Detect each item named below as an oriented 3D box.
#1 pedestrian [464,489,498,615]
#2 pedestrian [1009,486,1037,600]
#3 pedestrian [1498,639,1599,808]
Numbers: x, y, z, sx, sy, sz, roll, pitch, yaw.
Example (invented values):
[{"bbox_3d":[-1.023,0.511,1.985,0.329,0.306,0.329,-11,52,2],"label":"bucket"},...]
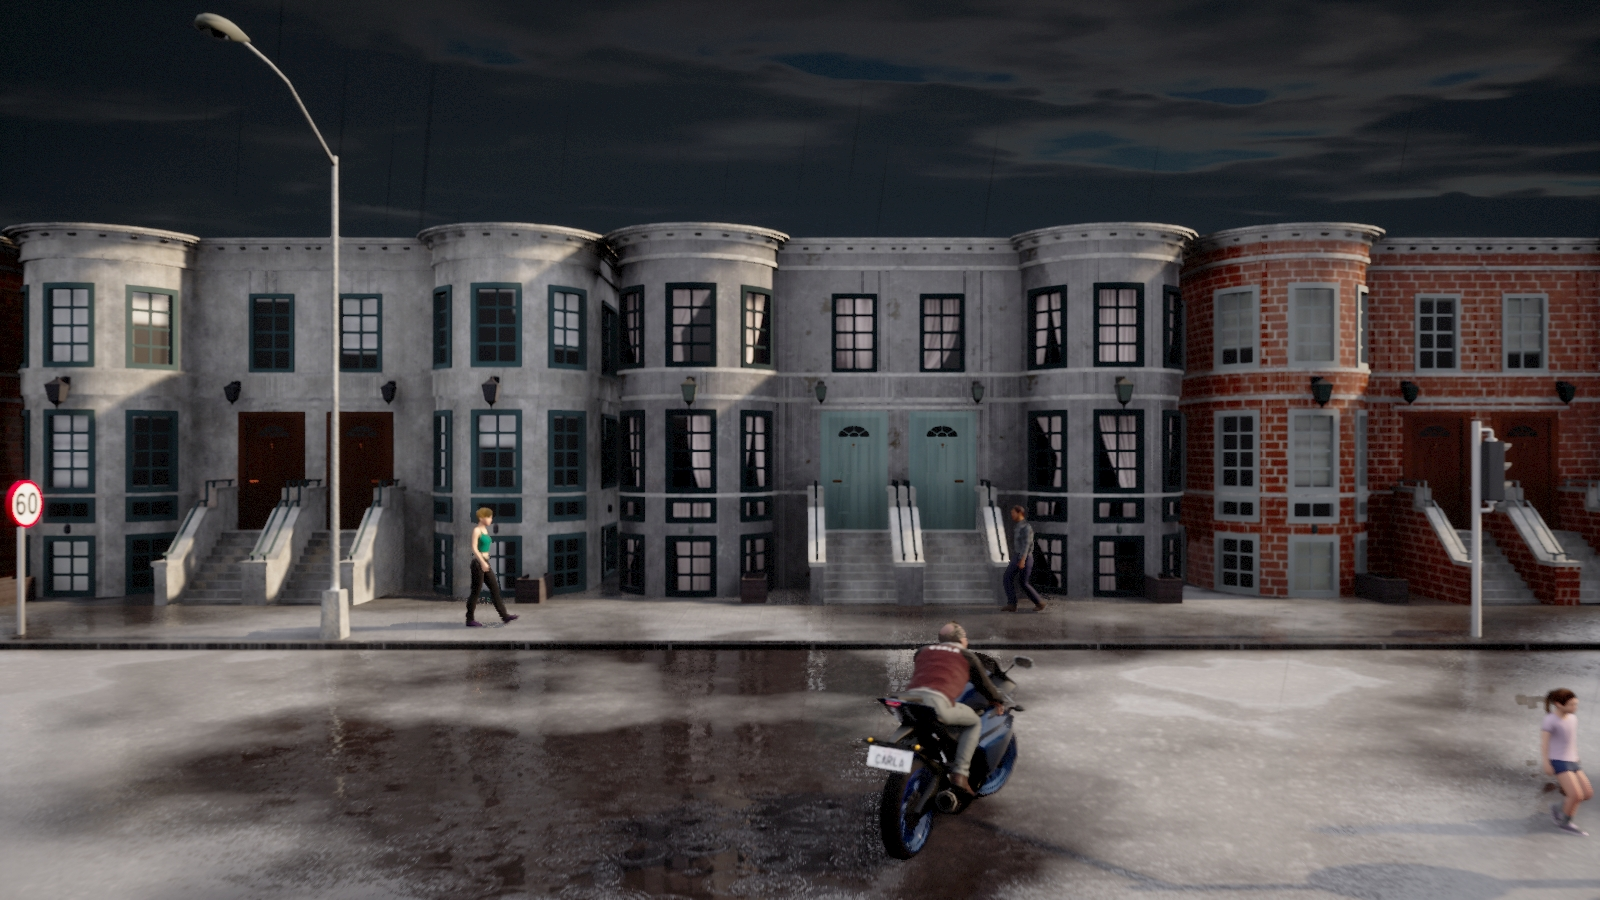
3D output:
[{"bbox_3d":[-4.816,1.524,17.237,0.375,1.860,0.375,0,0,8],"label":"pedestrian"},{"bbox_3d":[3.680,1.524,18.854,0.375,1.860,0.375,0,0,-5],"label":"pedestrian"},{"bbox_3d":[5.592,2.008,8.495,0.500,1.100,0.500,0,0,-26],"label":"pedestrian"}]
